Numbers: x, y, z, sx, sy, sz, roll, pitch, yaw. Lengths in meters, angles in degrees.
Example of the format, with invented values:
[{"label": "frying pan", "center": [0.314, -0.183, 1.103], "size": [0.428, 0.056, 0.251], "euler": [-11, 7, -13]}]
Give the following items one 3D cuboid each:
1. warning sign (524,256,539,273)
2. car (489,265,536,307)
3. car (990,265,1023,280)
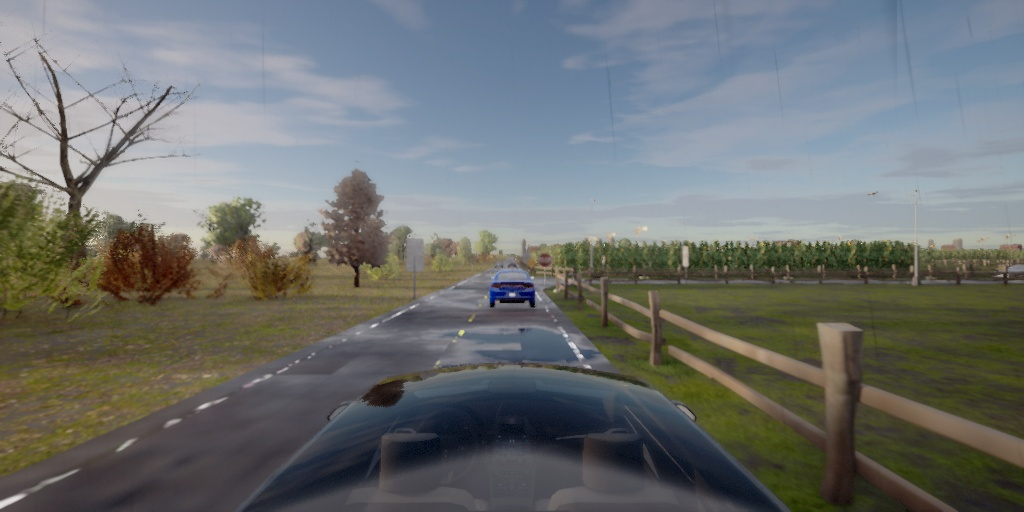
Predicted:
[{"label": "warning sign", "center": [2.505, 1.215, 46.086], "size": [1.300, 1.860, 1.060], "euler": [0, 0, 0]}, {"label": "car", "center": [0.025, 1.351, 16.308], "size": [1.882, 1.535, 5.008], "euler": [0, 0, 0]}, {"label": "car", "center": [48.732, 1.587, 34.148], "size": [4.674, 1.442, 1.812], "euler": [0, -1, -1]}]
